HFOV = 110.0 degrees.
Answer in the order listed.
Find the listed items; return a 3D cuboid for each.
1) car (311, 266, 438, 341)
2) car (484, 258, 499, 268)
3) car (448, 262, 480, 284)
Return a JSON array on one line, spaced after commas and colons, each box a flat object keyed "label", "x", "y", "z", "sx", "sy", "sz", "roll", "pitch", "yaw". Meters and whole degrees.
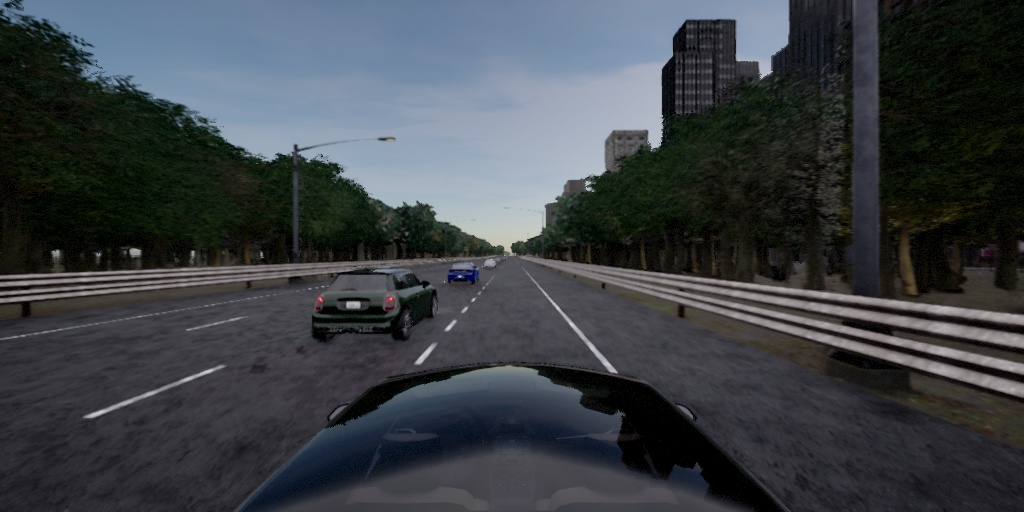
[{"label": "car", "x": -3.499, "y": 1.103, "z": 10.030, "sx": 2.097, "sy": 1.767, "sz": 4.553, "roll": 0, "pitch": 0, "yaw": 0}, {"label": "car", "x": -3.485, "y": 1.219, "z": 57.701, "sx": 1.812, "sy": 1.442, "sz": 4.674, "roll": 0, "pitch": 0, "yaw": 0}, {"label": "car", "x": -3.492, "y": 1.219, "z": 26.587, "sx": 1.882, "sy": 1.535, "sz": 5.008, "roll": 0, "pitch": 0, "yaw": 0}]
